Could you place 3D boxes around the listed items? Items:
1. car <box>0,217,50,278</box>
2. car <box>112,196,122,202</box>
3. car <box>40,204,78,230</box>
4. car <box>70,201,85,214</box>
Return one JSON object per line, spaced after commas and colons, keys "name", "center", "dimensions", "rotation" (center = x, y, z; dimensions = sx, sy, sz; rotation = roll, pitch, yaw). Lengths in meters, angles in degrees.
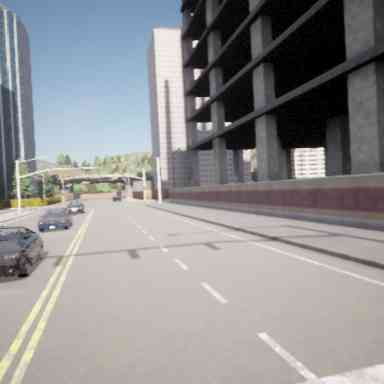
{"name": "car", "center": [-5.989, 1.802, 10.494], "dimensions": [1.994, 1.385, 4.181], "rotation": [-3, 1, -15]}
{"name": "car", "center": [-19.523, 1.793, 87.140], "dimensions": [1.837, 1.490, 4.892], "rotation": [-3, 1, -15]}
{"name": "car", "center": [-9.579, 1.861, 23.680], "dimensions": [2.033, 1.411, 5.357], "rotation": [-3, 0, -15]}
{"name": "car", "center": [-14.073, 1.897, 40.510], "dimensions": [2.128, 1.511, 4.902], "rotation": [-3, 0, -15]}
